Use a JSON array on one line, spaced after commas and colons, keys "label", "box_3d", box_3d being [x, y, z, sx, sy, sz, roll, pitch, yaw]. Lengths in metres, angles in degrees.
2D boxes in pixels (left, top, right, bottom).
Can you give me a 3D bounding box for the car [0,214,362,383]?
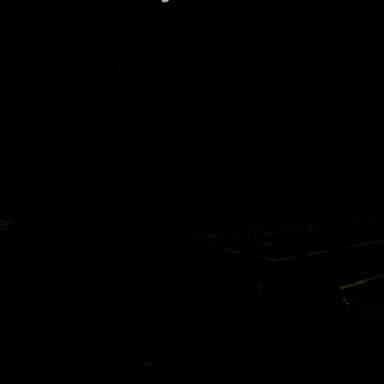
[{"label": "car", "box_3d": [-0.844, 1.223, 2.831, 5.566, 2.045, 2.150, 0, 0, -36]}]
